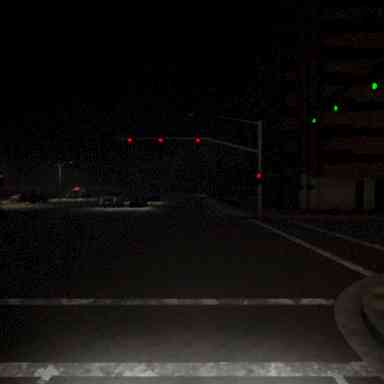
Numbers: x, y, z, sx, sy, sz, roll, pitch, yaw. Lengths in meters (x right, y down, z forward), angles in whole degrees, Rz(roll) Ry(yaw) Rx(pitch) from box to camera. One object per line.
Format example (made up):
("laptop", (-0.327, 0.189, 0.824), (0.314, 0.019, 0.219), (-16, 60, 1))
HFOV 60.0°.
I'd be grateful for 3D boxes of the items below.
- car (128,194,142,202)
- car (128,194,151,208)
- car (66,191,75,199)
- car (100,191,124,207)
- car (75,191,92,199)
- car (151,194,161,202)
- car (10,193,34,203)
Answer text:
("car", (-10.469, 1.119, 61.501), (1.812, 1.442, 4.674), (0, 0, 1))
("car", (-7.041, 1.188, 43.789), (1.882, 1.535, 5.008), (0, 1, 0))
("car", (-27.366, 0.654, 75.994), (1.905, 1.878, 3.866), (0, 0, 0))
("car", (-10.541, 0.927, 44.115), (2.150, 2.045, 5.566), (0, 1, -1))
("car", (-24.472, 0.652, 75.927), (1.932, 1.855, 4.605), (0, 0, 0))
("car", (-6.957, 1.065, 62.446), (1.882, 1.535, 5.008), (0, 0, 1))
("car", (-30.151, 1.009, 58.542), (1.970, 1.475, 3.806), (0, 0, 0))
